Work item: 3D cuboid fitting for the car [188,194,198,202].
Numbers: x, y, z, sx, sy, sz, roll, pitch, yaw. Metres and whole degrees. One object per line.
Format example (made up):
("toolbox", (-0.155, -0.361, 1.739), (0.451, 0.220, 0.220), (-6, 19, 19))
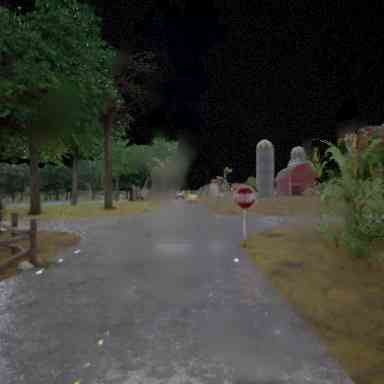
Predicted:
("car", (0.136, 1.224, 68.839), (1.882, 1.535, 5.008), (0, 0, 0))

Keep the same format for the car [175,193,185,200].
("car", (-2.605, 0.871, 73.433), (1.882, 1.535, 5.008), (0, 0, 0))
